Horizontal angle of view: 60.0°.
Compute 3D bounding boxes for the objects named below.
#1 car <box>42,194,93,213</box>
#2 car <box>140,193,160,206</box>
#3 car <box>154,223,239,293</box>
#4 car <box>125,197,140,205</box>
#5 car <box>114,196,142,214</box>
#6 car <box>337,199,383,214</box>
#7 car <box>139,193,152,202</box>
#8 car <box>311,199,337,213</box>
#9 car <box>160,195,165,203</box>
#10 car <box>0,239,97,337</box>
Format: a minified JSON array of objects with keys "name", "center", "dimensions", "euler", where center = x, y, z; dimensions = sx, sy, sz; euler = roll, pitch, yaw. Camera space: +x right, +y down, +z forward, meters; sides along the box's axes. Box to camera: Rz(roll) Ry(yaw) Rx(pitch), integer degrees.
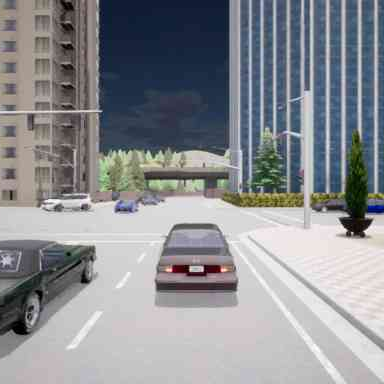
[{"name":"car","center":[-14.061,1.221,37.968],"dimensions":[2.150,2.045,5.566],"euler":[2,1,41]},{"name":"car","center":[-6.977,1.352,54.770],"dimensions":[2.097,1.767,4.553],"euler":[0,0,0]},{"name":"car","center":[0.093,1.547,8.998],"dimensions":[2.033,1.411,5.357],"euler":[0,0,0]},{"name":"car","center":[-10.455,1.600,58.812],"dimensions":[1.895,1.301,4.718],"euler":[0,0,0]},{"name":"car","center":[-7.027,1.477,35.849],"dimensions":[1.882,1.535,5.008],"euler":[0,0,0]},{"name":"car","center":[17.616,1.477,33.076],"dimensions":[5.008,1.535,1.882],"euler":[0,0,0]},{"name":"car","center":[-10.351,1.218,74.230],"dimensions":[2.150,2.045,5.566],"euler":[0,0,0]},{"name":"car","center":[15.665,1.505,36.560],"dimensions":[4.892,1.490,1.837],"euler":[0,0,0]},{"name":"car","center":[-6.859,1.355,69.932],"dimensions":[2.097,1.767,4.553],"euler":[0,0,0]},{"name":"car","center":[-3.425,1.601,6.659],"dimensions":[1.895,1.301,4.718],"euler":[0,0,1]}]
